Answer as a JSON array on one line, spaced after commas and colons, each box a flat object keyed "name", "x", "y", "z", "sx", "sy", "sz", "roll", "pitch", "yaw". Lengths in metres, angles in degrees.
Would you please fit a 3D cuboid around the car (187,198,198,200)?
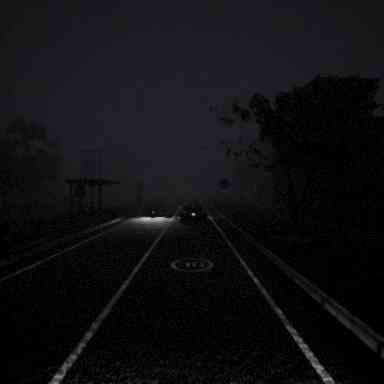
[{"name": "car", "x": 0.111, "y": 1.443, "z": 41.613, "sx": 1.812, "sy": 1.442, "sz": 4.674, "roll": 0, "pitch": 0, "yaw": 0}]

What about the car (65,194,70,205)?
[{"name": "car", "x": -22.132, "y": 1.506, "z": 51.893, "sx": 4.792, "sy": 1.488, "sz": 2.163, "roll": 0, "pitch": 0, "yaw": 0}]

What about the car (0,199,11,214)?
[{"name": "car", "x": -22.083, "y": 1.520, "z": 35.241, "sx": 4.674, "sy": 1.452, "sz": 2.002, "roll": 0, "pitch": 0, "yaw": 0}]

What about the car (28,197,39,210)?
[{"name": "car", "x": -22.097, "y": 1.477, "z": 40.792, "sx": 5.008, "sy": 1.535, "sz": 2.097, "roll": 0, "pitch": 0, "yaw": 0}]

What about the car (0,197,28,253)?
[{"name": "car", "x": -8.954, "y": 1.244, "z": 11.143, "sx": 5.566, "sy": 2.045, "sz": 2.435, "roll": 0, "pitch": 0, "yaw": 0}]

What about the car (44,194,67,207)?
[{"name": "car", "x": -21.914, "y": 1.474, "z": 49.116, "sx": 5.366, "sy": 1.575, "sz": 1.946, "roll": 0, "pitch": 0, "yaw": 0}]

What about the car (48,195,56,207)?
[{"name": "car", "x": -22.126, "y": 1.506, "z": 46.341, "sx": 4.792, "sy": 1.488, "sz": 2.163, "roll": 0, "pitch": 0, "yaw": 0}]

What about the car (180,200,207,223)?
[{"name": "car", "x": 0.109, "y": 1.562, "z": 25.759, "sx": 1.994, "sy": 1.385, "sz": 4.181, "roll": 0, "pitch": 0, "yaw": 0}]

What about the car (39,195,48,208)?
[{"name": "car", "x": -22.088, "y": 1.478, "z": 43.567, "sx": 4.892, "sy": 1.521, "sz": 2.231, "roll": 0, "pitch": 0, "yaw": 0}]

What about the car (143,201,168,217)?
[{"name": "car", "x": -3.336, "y": 1.551, "z": 30.806, "sx": 1.994, "sy": 1.385, "sz": 4.181, "roll": 0, "pitch": 0, "yaw": 0}]

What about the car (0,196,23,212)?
[{"name": "car", "x": -22.120, "y": 1.353, "z": 38.016, "sx": 4.553, "sy": 1.767, "sz": 2.185, "roll": 0, "pitch": 0, "yaw": 0}]
